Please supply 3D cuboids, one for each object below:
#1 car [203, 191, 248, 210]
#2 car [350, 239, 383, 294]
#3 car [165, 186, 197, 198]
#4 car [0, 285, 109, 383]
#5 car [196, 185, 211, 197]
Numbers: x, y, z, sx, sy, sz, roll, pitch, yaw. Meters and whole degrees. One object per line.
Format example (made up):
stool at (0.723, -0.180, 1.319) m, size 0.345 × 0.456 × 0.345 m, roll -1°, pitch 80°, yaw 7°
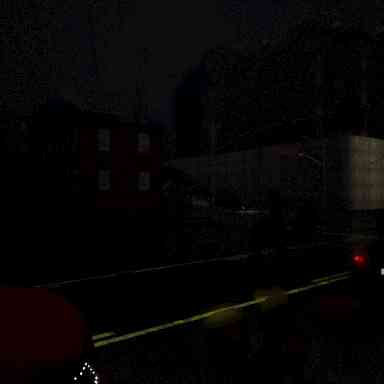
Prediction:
car at (3.953, 1.105, 37.571) m, size 2.033 × 1.411 × 5.357 m, roll 0°, pitch 5°, yaw -36°
car at (5.545, 1.564, 7.712) m, size 4.181 × 1.385 × 1.994 m, roll 0°, pitch 0°, yaw -35°
car at (-1.797, -0.077, 45.618) m, size 1.895 × 1.301 × 4.718 m, roll 0°, pitch 9°, yaw -36°
car at (-3.185, 1.222, 1.494) m, size 5.566 × 2.045 × 2.150 m, roll 0°, pitch 0°, yaw -35°
car at (0.954, -0.255, 48.121) m, size 2.128 × 1.511 × 4.902 m, roll 0°, pitch 10°, yaw -36°
